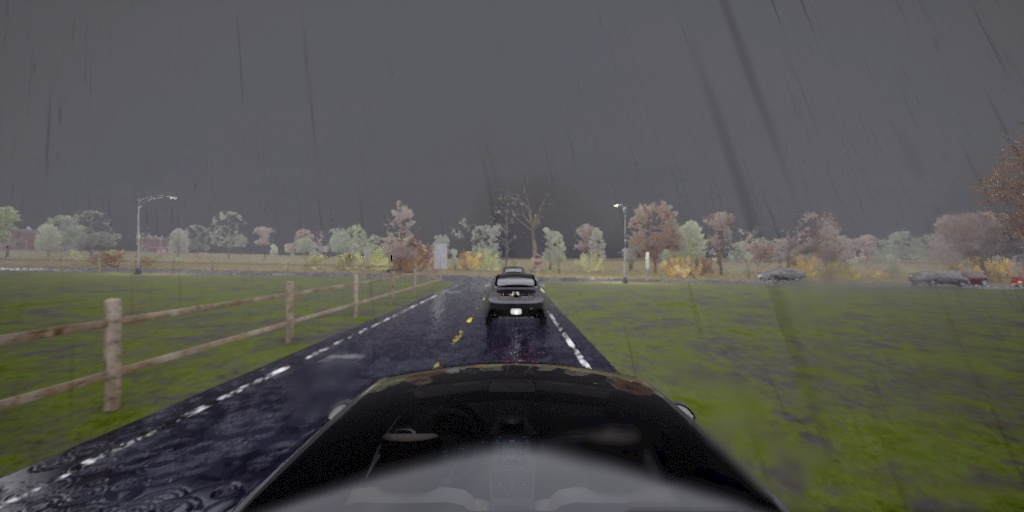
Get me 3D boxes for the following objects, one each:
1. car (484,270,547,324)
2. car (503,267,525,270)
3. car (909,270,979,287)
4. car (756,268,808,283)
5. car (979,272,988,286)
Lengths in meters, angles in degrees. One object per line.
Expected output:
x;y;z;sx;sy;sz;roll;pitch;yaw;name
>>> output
0.104;1.343;12.231;1.837;1.490;4.892;0;-2;0;car
0.148;1.450;24.044;1.837;1.490;4.892;0;-1;2;car
43.727;2.373;36.720;4.902;1.511;2.128;1;0;1;car
29.755;2.111;39.638;4.902;1.511;2.128;1;0;0;car
49.148;2.337;39.499;4.553;1.767;2.097;1;0;0;car
